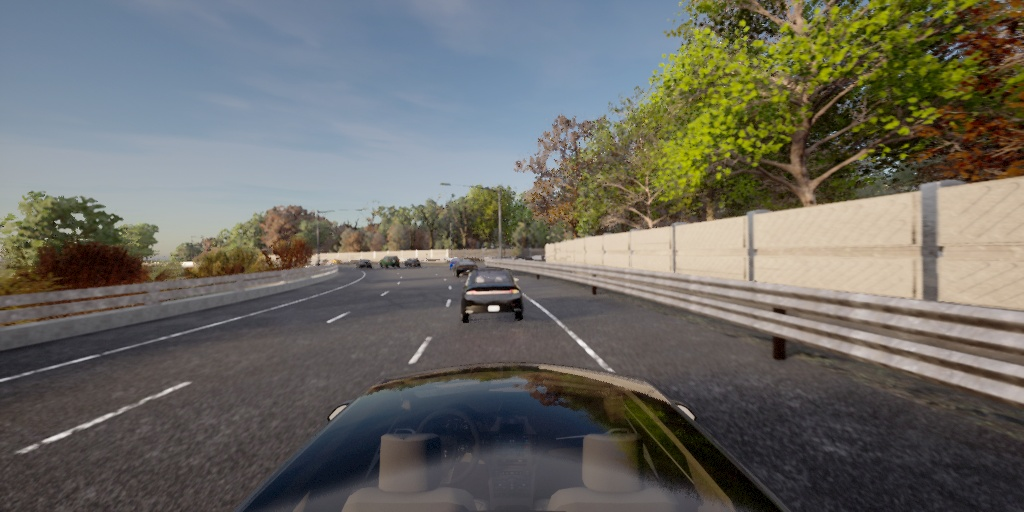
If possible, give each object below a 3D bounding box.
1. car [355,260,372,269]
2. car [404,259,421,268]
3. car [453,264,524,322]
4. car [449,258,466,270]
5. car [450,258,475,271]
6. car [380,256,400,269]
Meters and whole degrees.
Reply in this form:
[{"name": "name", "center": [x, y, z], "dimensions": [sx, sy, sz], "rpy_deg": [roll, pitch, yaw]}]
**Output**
[{"name": "car", "center": [-24.418, 1.349, 58.941], "dimensions": [1.837, 1.490, 4.892], "rpy_deg": [-1, 0, -33]}, {"name": "car", "center": [-16.665, 1.188, 59.806], "dimensions": [1.837, 1.490, 4.892], "rpy_deg": [-1, 0, -31]}, {"name": "car", "center": [-0.754, 1.200, 12.226], "dimensions": [2.128, 1.511, 4.902], "rpy_deg": [-1, 1, -6]}, {"name": "car", "center": [-7.391, 1.050, 49.419], "dimensions": [1.882, 1.535, 5.008], "rpy_deg": [-2, 0, -4]}, {"name": "car", "center": [-4.253, 1.109, 32.450], "dimensions": [1.882, 1.535, 5.008], "rpy_deg": [-1, 1, -13]}, {"name": "car", "center": [-19.960, 0.979, 58.552], "dimensions": [2.150, 2.045, 5.566], "rpy_deg": [-1, 0, -32]}]
